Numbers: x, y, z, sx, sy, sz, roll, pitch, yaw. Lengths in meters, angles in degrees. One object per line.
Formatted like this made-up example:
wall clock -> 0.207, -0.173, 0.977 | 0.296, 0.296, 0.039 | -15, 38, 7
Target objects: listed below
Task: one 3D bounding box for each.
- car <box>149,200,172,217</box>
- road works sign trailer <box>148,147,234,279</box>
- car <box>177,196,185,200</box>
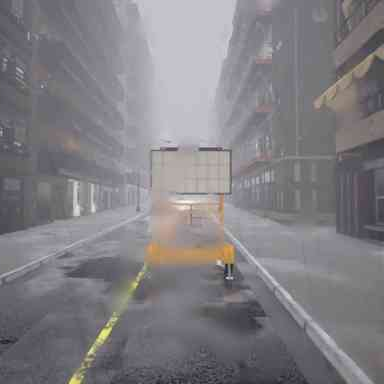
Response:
car -> -2.917, 1.543, 31.786 | 1.812, 1.442, 4.674 | 0, 0, 0
road works sign trailer -> -0.029, 0.470, 10.000 | 2.380, 3.560, 2.880 | 0, 0, 0
car -> -2.940, 1.664, 89.657 | 1.895, 1.301, 4.718 | 0, 0, 0
